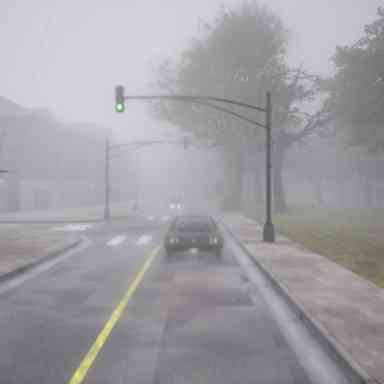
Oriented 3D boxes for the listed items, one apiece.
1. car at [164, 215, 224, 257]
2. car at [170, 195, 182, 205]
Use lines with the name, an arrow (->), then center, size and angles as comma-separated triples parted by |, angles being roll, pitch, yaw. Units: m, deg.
car -> 0.083, 1.498, 12.425 | 1.895, 1.301, 4.718 | 0, 0, 1
car -> -2.600, 1.272, 55.071 | 2.128, 1.511, 4.902 | 0, 0, 1
